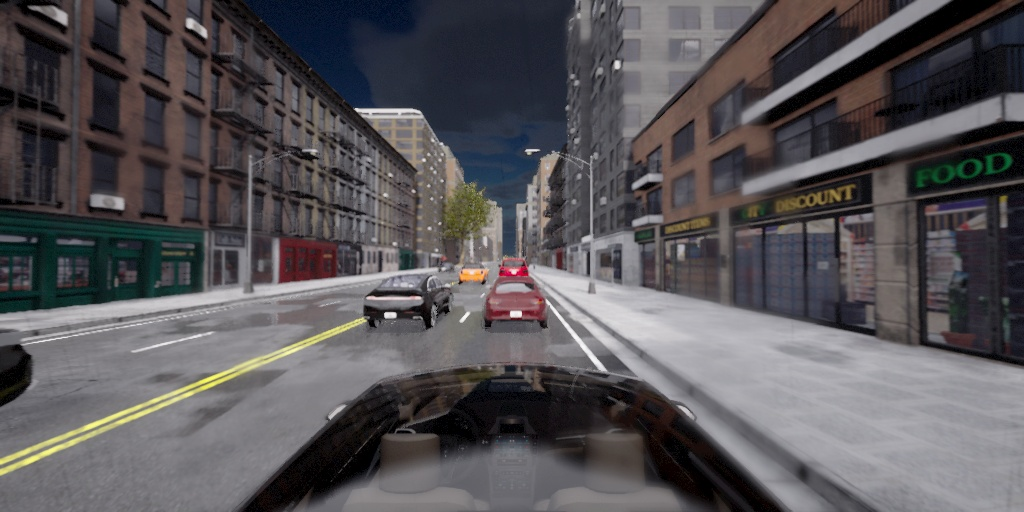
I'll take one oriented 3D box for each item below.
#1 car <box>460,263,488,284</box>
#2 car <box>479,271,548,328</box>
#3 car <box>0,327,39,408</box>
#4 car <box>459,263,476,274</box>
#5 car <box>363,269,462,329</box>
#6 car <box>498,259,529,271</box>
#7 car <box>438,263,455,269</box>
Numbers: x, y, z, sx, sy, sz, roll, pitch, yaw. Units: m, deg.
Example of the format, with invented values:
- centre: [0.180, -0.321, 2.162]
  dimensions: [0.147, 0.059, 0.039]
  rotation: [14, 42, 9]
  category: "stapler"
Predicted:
- centre: [-3.122, 1.378, 30.017]
  dimensions: [2.097, 1.767, 4.553]
  rotation: [0, -1, 0]
  category: "car"
- centre: [0.109, 1.370, 11.668]
  dimensions: [1.812, 1.442, 4.674]
  rotation: [0, 0, 0]
  category: "car"
- centre: [-6.600, 1.245, 2.142]
  dimensions: [2.128, 1.511, 4.902]
  rotation: [0, -1, 0]
  category: "car"
- centre: [-6.486, 1.780, 53.027]
  dimensions: [1.837, 1.490, 4.892]
  rotation: [0, -1, 1]
  category: "car"
- centre: [-3.140, 1.336, 11.690]
  dimensions: [2.128, 1.511, 4.902]
  rotation: [0, 0, 0]
  category: "car"
- centre: [0.125, 1.219, 26.896]
  dimensions: [2.150, 2.045, 5.566]
  rotation: [0, 0, 0]
  category: "car"
- centre: [-9.731, 1.772, 53.559]
  dimensions: [2.128, 1.511, 4.902]
  rotation: [0, -1, 1]
  category: "car"
